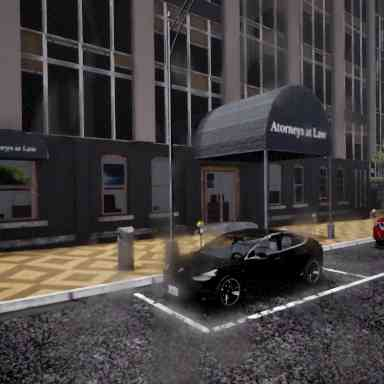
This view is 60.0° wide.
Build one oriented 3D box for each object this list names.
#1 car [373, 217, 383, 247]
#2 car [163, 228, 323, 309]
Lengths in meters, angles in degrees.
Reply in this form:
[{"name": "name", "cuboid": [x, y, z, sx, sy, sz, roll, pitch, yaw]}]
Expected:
[{"name": "car", "cuboid": [9.642, 1.310, 14.054, 5.009, 1.841, 2.192, 0, -1, -37]}, {"name": "car", "cuboid": [1.370, 1.564, 7.847, 4.313, 1.339, 1.947, 0, -1, -37]}]
